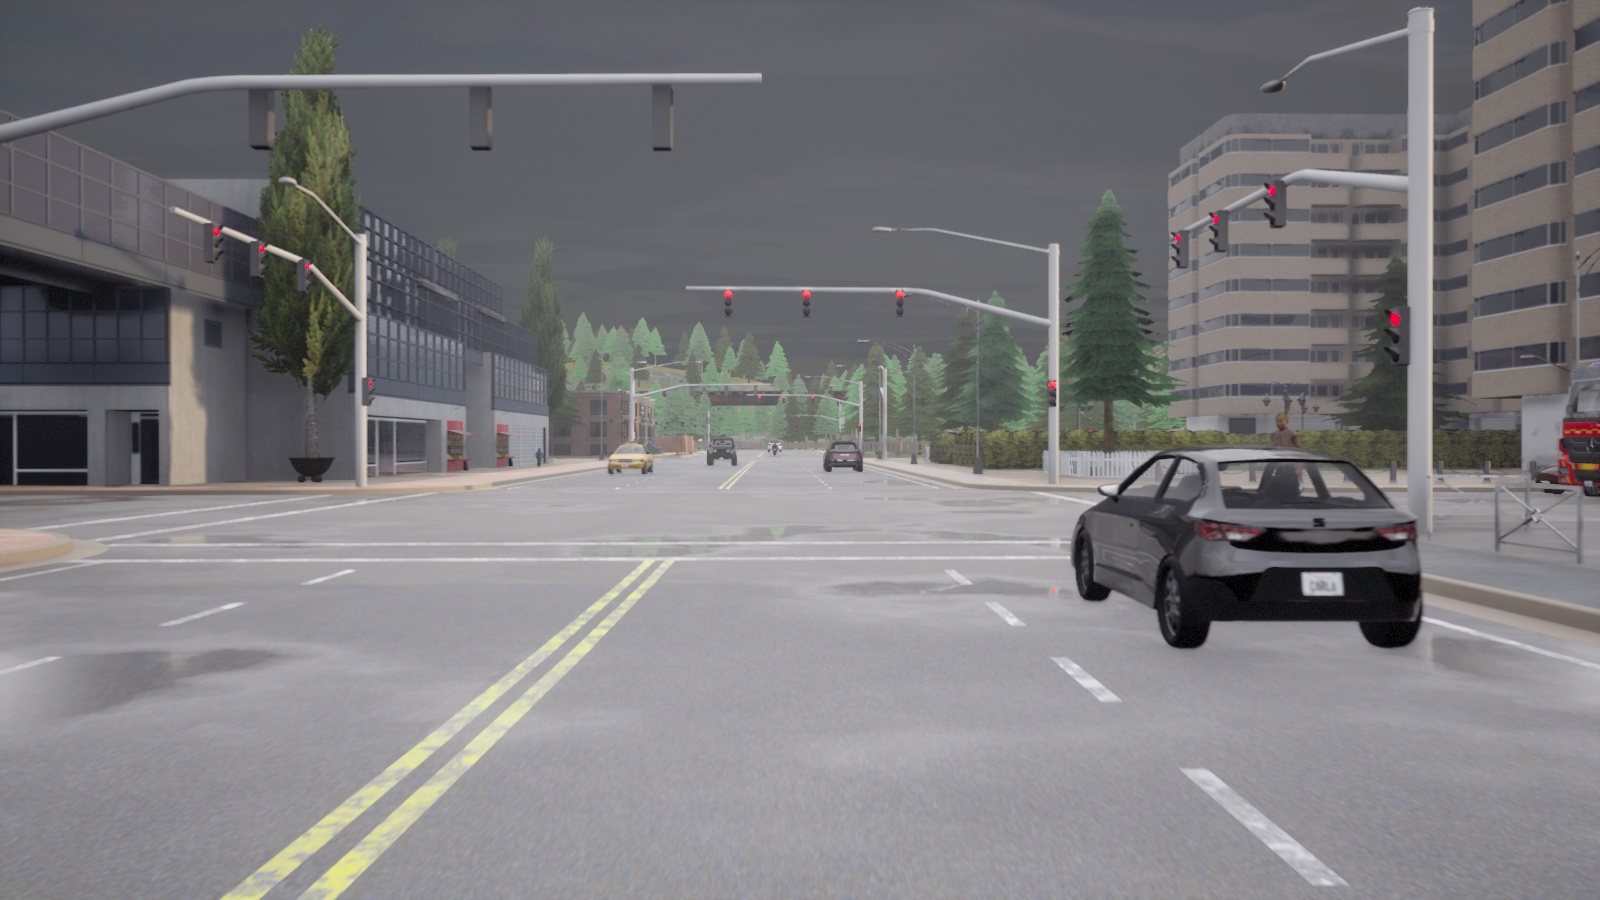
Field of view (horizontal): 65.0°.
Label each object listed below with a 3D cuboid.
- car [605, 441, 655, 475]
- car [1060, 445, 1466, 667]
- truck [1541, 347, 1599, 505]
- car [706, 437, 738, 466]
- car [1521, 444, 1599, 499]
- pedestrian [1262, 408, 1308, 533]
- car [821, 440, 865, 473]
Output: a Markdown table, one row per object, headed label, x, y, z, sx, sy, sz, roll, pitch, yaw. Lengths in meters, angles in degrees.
| label | x | y | z | sx | sy | sz | roll | pitch | yaw |
| --- | --- | --- | --- | --- | --- | --- | --- | --- | --- |
| car | -8.173 | 0.336 | 60.835 | 1.801 | 1.575 | 5.366 | 0 | 0 | -1 |
| car | 3.528 | 0.704 | 10.483 | 1.816 | 1.474 | 4.193 | 0 | 0 | 0 |
| truck | 23.598 | -0.576 | 31.388 | 8.468 | 3.827 | 2.891 | 0 | 0 | -1 |
| car | -5.121 | 0.072 | 82.691 | 1.905 | 1.878 | 3.866 | 0 | 0 | -1 |
| car | 23.034 | 0.568 | 34.882 | 4.792 | 1.488 | 2.163 | 0 | 0 | -1 |
| pedestrian | 7.278 | 0.305 | 18.848 | 0.634 | 1.846 | 0.331 | 0 | 0 | -32 |
| car | 2.221 | 0.306 | 66.056 | 2.033 | 1.649 | 4.856 | 0 | 0 | -1 |
